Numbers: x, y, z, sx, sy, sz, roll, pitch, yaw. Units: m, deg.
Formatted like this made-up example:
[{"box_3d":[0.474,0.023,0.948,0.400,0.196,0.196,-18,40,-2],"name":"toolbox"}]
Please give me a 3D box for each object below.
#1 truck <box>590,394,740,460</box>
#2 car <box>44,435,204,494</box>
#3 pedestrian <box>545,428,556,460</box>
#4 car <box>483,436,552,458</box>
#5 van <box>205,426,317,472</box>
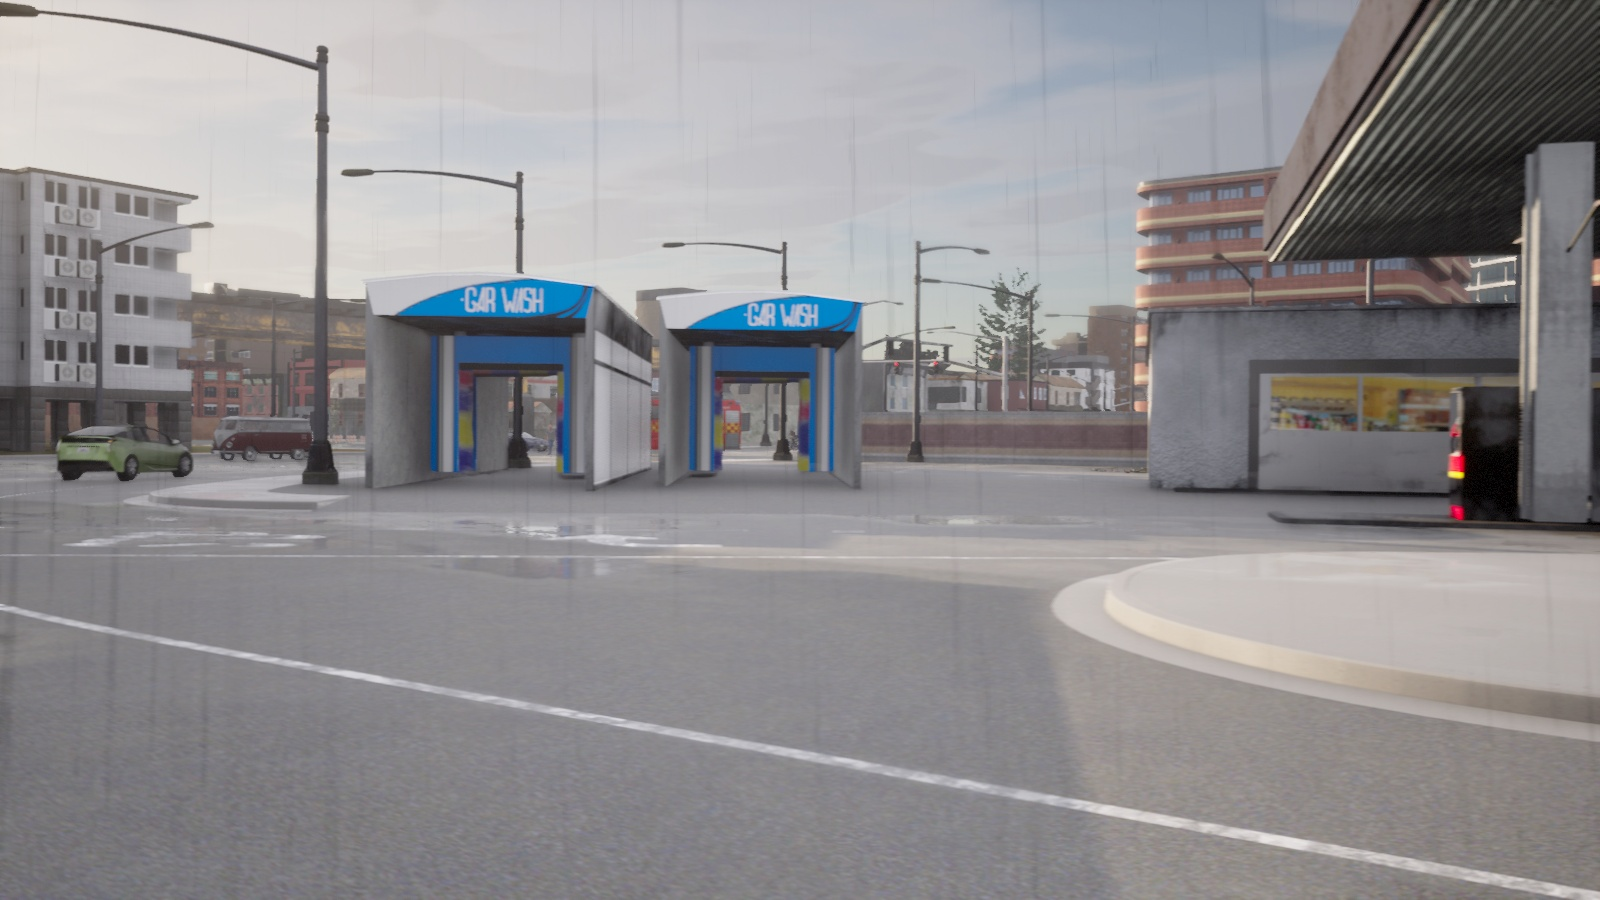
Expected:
[{"box_3d":[-8.091,-1.404,75.068,8.468,3.827,2.891,-1,1,-18],"name":"truck"},{"box_3d":[-18.881,0.367,35.333,2.007,1.525,4.514,-1,1,1],"name":"car"},{"box_3d":[-14.467,-0.338,72.740,0.354,1.836,0.706,-1,1,-31],"name":"pedestrian"},{"box_3d":[-19.253,-0.236,85.558,4.674,1.442,1.812,0,1,32],"name":"car"},{"box_3d":[-24.070,-0.065,56.196,1.775,1.987,4.442,0,1,28],"name":"van"}]
